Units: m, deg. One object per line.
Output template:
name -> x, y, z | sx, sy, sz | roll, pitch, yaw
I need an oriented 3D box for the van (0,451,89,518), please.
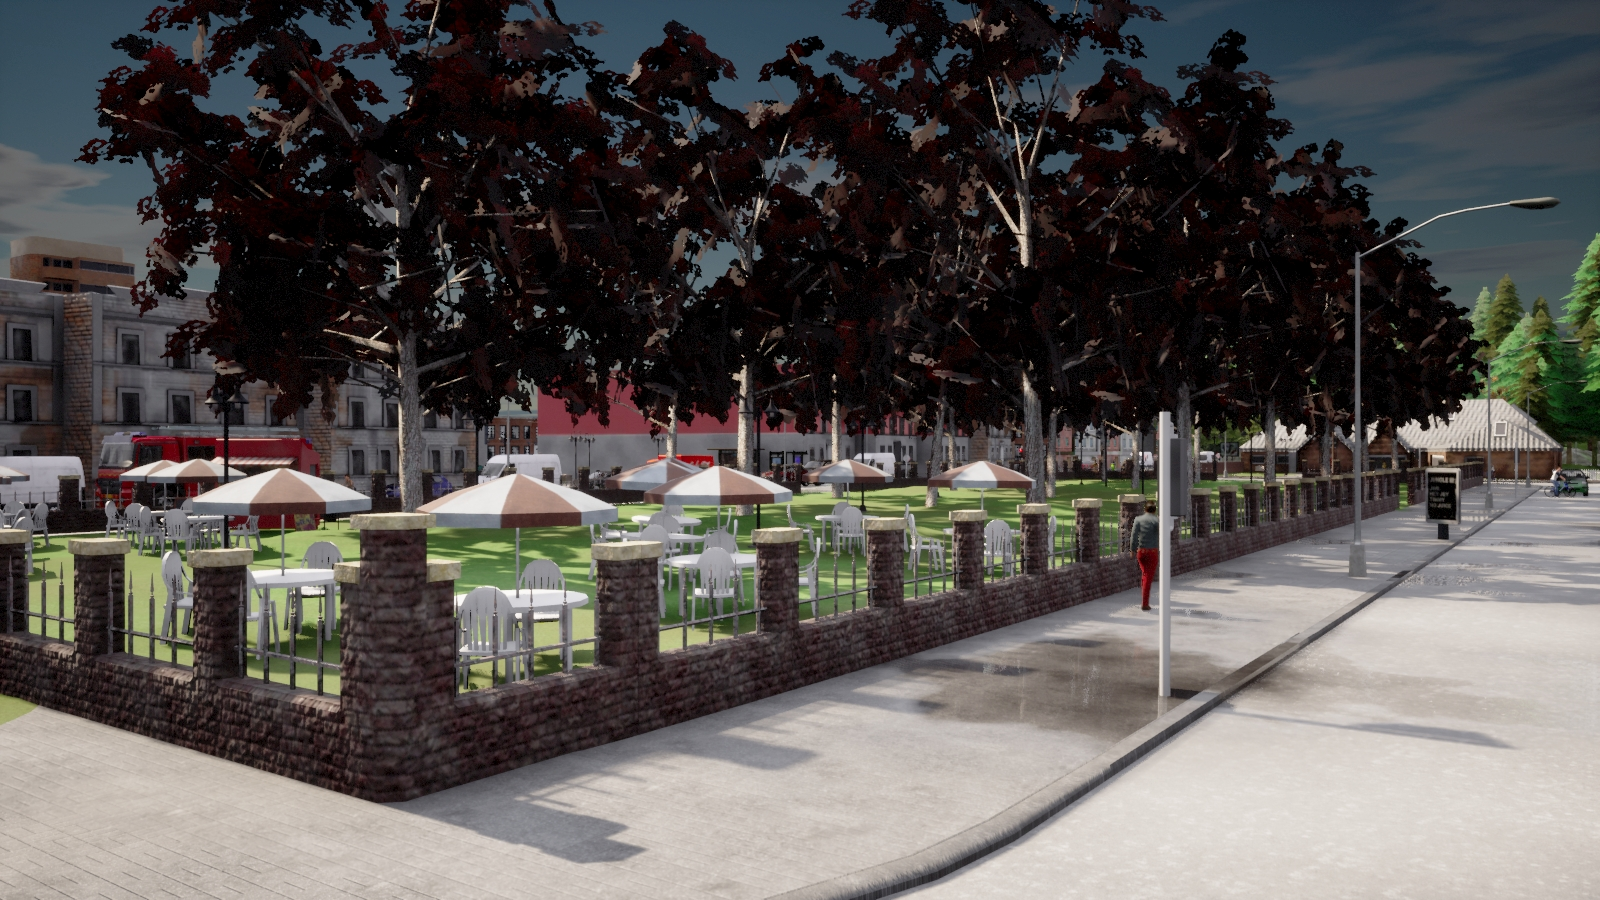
van -> -31.041, 1.314, 43.977 | 1.988, 2.561, 5.915 | 0, 0, 35

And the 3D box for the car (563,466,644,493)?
car -> -12.166, 1.814, 71.050 | 2.097, 1.535, 5.006 | 0, 0, 35

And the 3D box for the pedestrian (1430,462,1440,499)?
pedestrian -> 31.974, 1.525, 57.514 | 0.375, 1.860, 0.375 | 0, 0, 35

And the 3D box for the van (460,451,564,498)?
van -> -16.329, 1.314, 65.083 | 1.988, 2.561, 5.915 | 0, 0, 35

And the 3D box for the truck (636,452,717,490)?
truck -> -8.233, 1.348, 76.671 | 2.627, 2.467, 5.204 | 0, 0, 35

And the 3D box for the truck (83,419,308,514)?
truck -> -26.598, 0.670, 50.778 | 2.891, 3.827, 8.468 | 0, 0, 35

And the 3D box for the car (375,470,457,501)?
car -> -20.045, 1.818, 59.739 | 1.845, 1.501, 3.633 | 0, 0, 35

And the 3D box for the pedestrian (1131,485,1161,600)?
pedestrian -> 5.756, 1.525, 19.021 | 0.375, 1.860, 0.375 | 0, 0, 37
